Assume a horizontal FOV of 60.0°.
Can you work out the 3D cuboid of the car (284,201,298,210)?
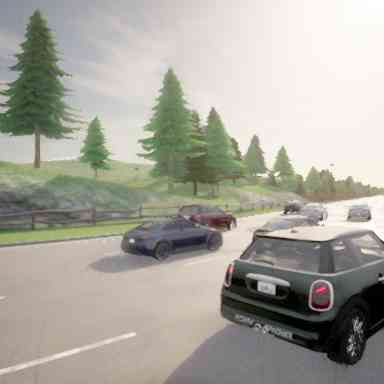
[{"bbox_3d":[12.113,1.829,38.775,1.837,1.490,4.892,0,-1,31],"label":"car"}]

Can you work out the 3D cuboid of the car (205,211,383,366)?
[{"bbox_3d":[2.650,1.405,6.201,4.553,1.767,2.097,0,-1,-42],"label":"car"}]

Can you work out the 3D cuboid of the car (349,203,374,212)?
[{"bbox_3d":[15.921,1.781,31.462,1.812,1.442,4.674,0,-1,31],"label":"car"}]

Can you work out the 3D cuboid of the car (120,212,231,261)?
[{"bbox_3d":[-0.677,1.681,12.994,4.181,1.385,1.994,0,-1,-45],"label":"car"}]

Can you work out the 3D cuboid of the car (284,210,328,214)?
[{"bbox_3d":[4.051,1.636,13.020,1.812,1.442,4.674,0,0,41],"label":"car"}]

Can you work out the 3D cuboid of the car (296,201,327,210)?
[{"bbox_3d":[11.169,1.777,30.308,1.812,1.442,4.674,0,-1,31],"label":"car"}]

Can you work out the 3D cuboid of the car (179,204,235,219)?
[{"bbox_3d":[0.881,1.532,20.450,2.097,1.767,4.553,0,-1,36],"label":"car"}]
